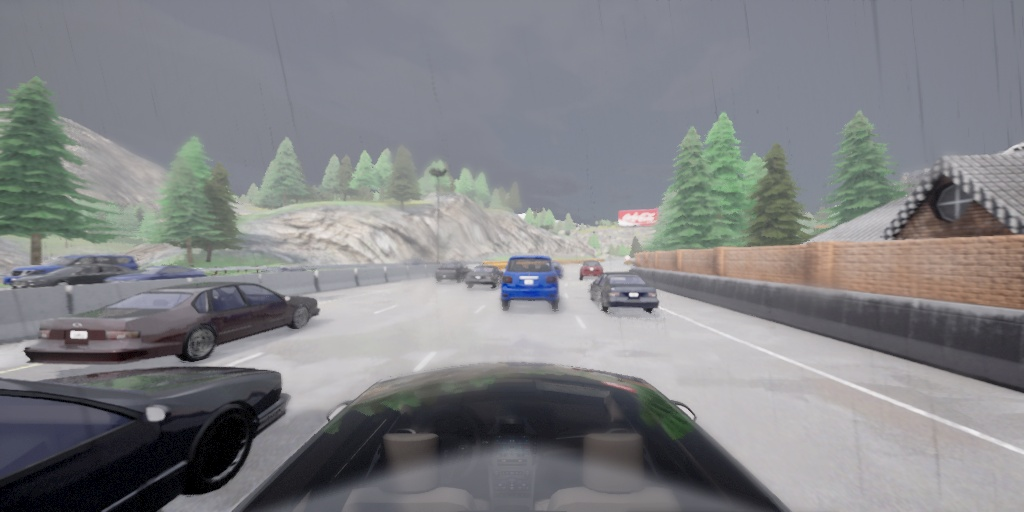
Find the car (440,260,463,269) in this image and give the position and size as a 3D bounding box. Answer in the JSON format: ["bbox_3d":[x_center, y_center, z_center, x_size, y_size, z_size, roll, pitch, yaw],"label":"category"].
[{"bbox_3d":[-10.114,1.396,60.401,1.994,1.385,4.181,0,0,21],"label":"car"}]

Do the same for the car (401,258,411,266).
[{"bbox_3d":[-17.075,1.167,61.734,2.097,1.767,4.553,0,0,20],"label":"car"}]

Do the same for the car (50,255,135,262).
[{"bbox_3d":[-26.700,0.937,22.216,2.150,2.045,5.566,0,0,7],"label":"car"}]

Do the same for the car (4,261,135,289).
[{"bbox_3d":[-23.457,1.222,19.661,1.837,1.490,4.892,0,0,6],"label":"car"}]

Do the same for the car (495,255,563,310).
[{"bbox_3d":[0.840,0.999,15.007,2.150,2.045,5.566,0,0,5],"label":"car"}]

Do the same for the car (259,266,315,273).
[{"bbox_3d":[-15.795,1.349,24.669,1.895,1.301,4.718,0,0,8],"label":"car"}]

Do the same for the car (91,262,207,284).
[{"bbox_3d":[-19.882,1.254,20.266,1.812,1.442,4.674,0,0,7],"label":"car"}]

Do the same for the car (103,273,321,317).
[{"bbox_3d":[-6.686,1.291,8.142,2.033,1.411,5.357,0,0,3],"label":"car"}]

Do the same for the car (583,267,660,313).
[{"bbox_3d":[4.270,1.333,14.366,2.033,1.411,5.357,0,0,6],"label":"car"}]

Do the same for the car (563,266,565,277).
[{"bbox_3d":[3.792,1.298,33.256,1.882,1.535,5.008,0,0,12],"label":"car"}]

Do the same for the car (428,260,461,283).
[{"bbox_3d":[-4.403,1.279,28.007,2.128,1.511,4.902,0,0,10],"label":"car"}]

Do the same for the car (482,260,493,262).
[{"bbox_3d":[-4.406,1.381,65.272,1.812,1.442,4.674,0,0,22],"label":"car"}]

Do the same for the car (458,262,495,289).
[{"bbox_3d":[-1.606,1.335,23.736,2.033,1.411,5.357,0,0,9],"label":"car"}]

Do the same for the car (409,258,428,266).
[{"bbox_3d":[-14.366,1.419,59.068,1.895,1.301,4.718,0,0,20],"label":"car"}]

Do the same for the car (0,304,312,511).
[{"bbox_3d":[-3.380,1.287,1.456,2.033,1.411,5.357,0,0,1],"label":"car"}]

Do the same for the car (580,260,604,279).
[{"bbox_3d":[7.368,1.182,33.169,2.097,1.767,4.553,0,0,12],"label":"car"}]
